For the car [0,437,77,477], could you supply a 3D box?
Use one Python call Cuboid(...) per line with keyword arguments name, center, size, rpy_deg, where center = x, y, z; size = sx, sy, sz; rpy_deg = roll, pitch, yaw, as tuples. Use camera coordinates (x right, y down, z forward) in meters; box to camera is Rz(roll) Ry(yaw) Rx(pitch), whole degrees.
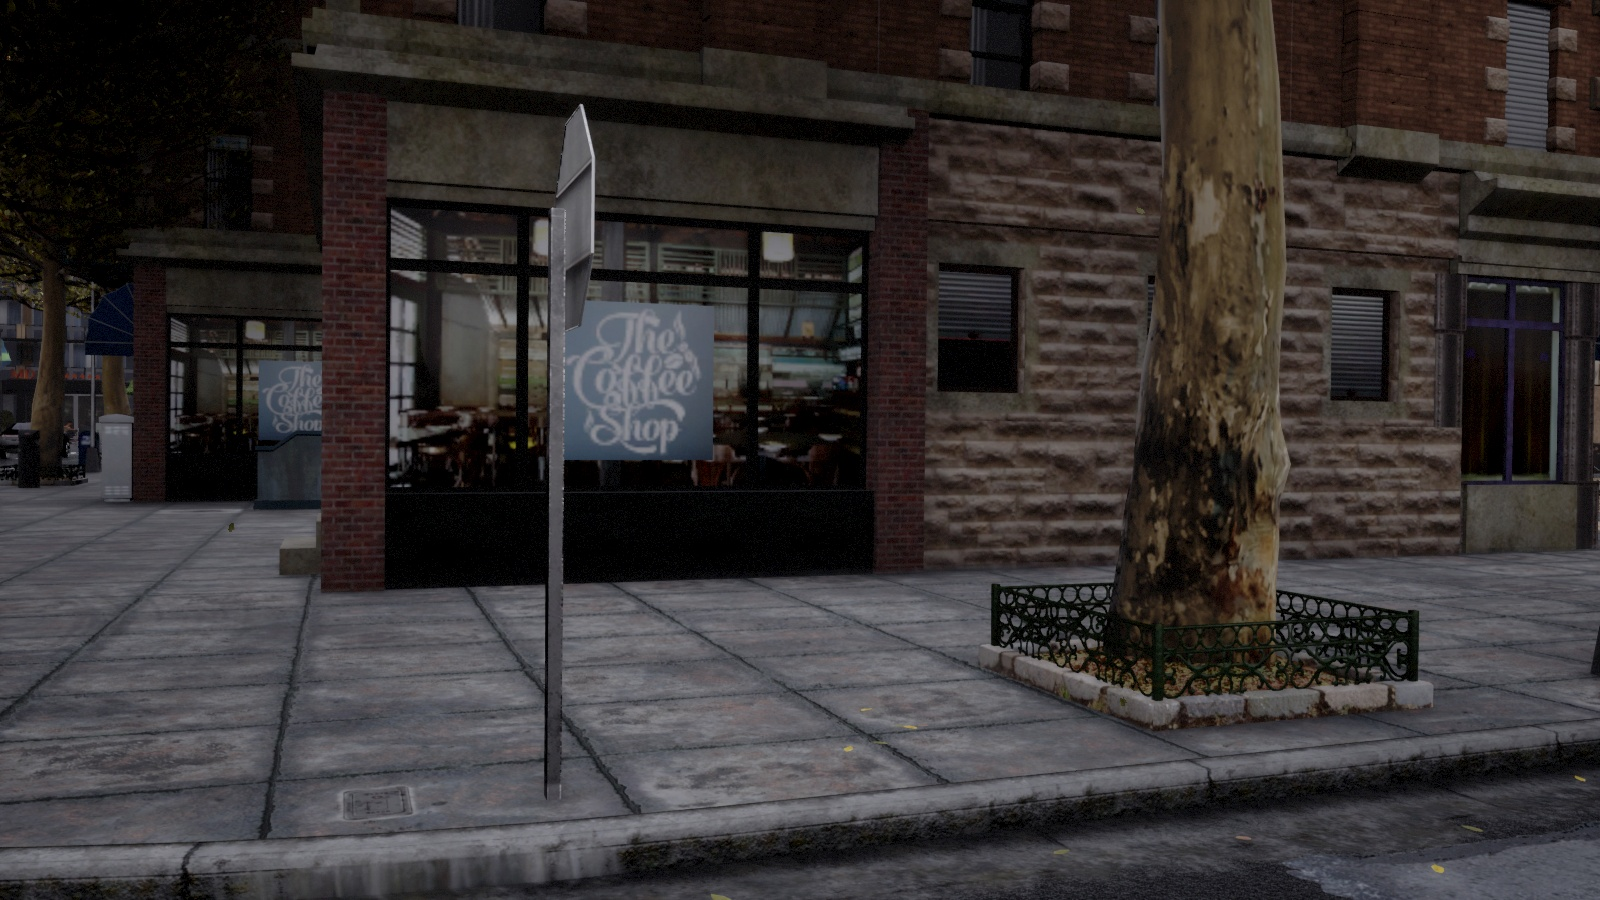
Cuboid(name="car", center=(-31.482, 0.253, 51.732), size=(2.128, 1.511, 4.902), rpy_deg=(-1, 1, -20))
